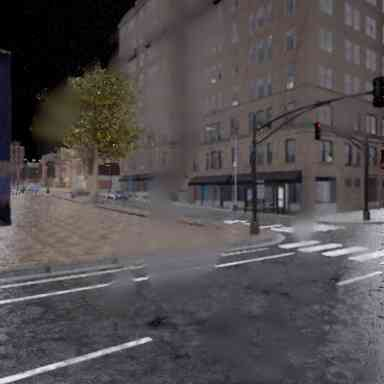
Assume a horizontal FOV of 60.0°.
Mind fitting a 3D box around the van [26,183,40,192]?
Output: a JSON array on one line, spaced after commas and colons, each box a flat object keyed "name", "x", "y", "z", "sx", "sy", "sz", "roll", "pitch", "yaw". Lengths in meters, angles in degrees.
[{"name": "van", "x": -34.041, "y": -0.971, "z": 71.968, "sx": 1.690, "sy": 1.788, "sz": 3.998, "roll": 2, "pitch": 1, "yaw": -35}]

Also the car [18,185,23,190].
[{"name": "car", "x": -38.859, "y": -1.230, "z": 78.728, "sx": 2.192, "sy": 1.841, "sz": 5.009, "roll": 2, "pitch": 1, "yaw": -35}]

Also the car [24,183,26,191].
[{"name": "car", "x": -35.975, "y": -0.855, "z": 74.672, "sx": 2.008, "sy": 1.369, "sz": 4.403, "roll": 2, "pitch": 1, "yaw": -35}]

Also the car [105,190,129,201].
[{"name": "car", "x": -11.087, "y": 0.449, "z": 48.938, "sx": 2.033, "sy": 1.411, "sz": 5.357, "roll": 0, "pitch": 3, "yaw": -35}]

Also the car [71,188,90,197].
[{"name": "car", "x": -18.213, "y": 0.066, "z": 54.214, "sx": 1.895, "sy": 1.301, "sz": 4.718, "roll": 0, "pitch": 3, "yaw": -35}]
